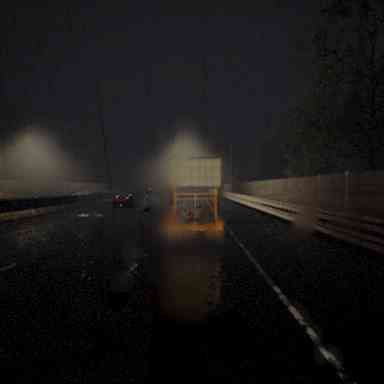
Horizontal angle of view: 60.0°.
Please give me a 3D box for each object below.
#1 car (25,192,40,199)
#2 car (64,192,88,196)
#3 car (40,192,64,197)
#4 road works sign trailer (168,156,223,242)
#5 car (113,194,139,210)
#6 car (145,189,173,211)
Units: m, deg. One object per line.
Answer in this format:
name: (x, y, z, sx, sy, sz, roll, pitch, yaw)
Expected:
car: (-24.043, 0.724, 51.814, 1.837, 1.490, 4.892, 0, 1, 1)
car: (-17.075, 0.710, 50.514, 2.128, 1.511, 4.902, 0, 1, 1)
car: (-20.564, 0.734, 50.413, 1.837, 1.490, 4.892, 0, 1, 1)
road works sign trailer: (0.150, 0.209, 14.909, 2.380, 3.560, 2.880, 0, 1, 1)
car: (-6.575, 0.951, 33.363, 2.128, 1.511, 4.902, 0, 1, 1)
car: (-3.092, 0.702, 31.443, 2.150, 2.045, 5.566, 0, 1, 1)
